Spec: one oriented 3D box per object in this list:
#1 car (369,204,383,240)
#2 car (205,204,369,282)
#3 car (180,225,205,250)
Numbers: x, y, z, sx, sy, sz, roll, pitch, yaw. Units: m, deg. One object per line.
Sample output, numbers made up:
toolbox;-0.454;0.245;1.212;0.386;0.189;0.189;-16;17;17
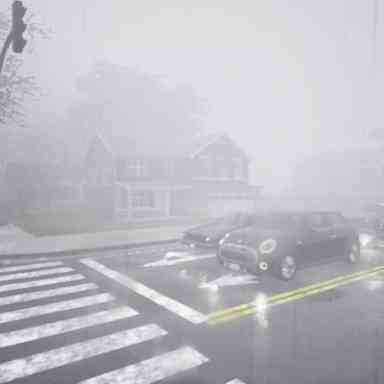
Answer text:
car;10.272;1.351;15.012;5.008;1.535;1.882;-1;0;-35
car;2.904;1.293;9.751;4.553;1.767;2.097;-1;0;-35
car;2.181;1.478;13.230;5.357;1.411;2.033;-1;0;-35
